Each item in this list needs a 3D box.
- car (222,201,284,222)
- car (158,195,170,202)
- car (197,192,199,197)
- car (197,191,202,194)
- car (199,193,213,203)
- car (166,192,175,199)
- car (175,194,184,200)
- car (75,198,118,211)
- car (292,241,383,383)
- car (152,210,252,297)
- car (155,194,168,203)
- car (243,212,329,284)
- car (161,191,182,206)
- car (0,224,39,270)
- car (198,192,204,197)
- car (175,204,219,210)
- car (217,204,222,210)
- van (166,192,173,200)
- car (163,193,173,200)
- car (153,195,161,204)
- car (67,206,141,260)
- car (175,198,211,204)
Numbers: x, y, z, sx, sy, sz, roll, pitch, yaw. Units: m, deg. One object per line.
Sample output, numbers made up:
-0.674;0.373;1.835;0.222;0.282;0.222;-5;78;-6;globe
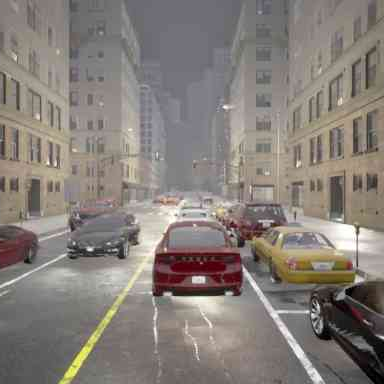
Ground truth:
2.767;1.301;14.734;2.192;1.841;5.009;0;0;0;car
-5.754;1.285;68.798;1.887;1.381;4.507;1;0;0;car
2.772;1.242;79.639;1.802;1.307;4.206;1;0;0;car
2.774;1.015;90.483;1.967;1.590;4.097;1;0;0;car
2.770;1.362;57.943;2.008;1.369;4.403;0;0;0;car
-5.750;0.890;90.489;2.192;1.841;5.009;1;0;0;car
-2.998;1.176;80.786;1.812;1.442;4.674;0;0;0;car
-5.758;1.289;20.293;2.192;1.841;5.009;0;0;0;car
2.765;1.566;3.629;1.947;1.339;4.313;0;0;0;car
0.072;1.472;8.632;1.882;1.535;5.008;0;0;-1;car
-5.753;1.217;63.375;1.967;1.590;4.097;1;0;0;car
2.766;1.519;9.350;1.752;1.417;4.829;0;0;0;car
-3.147;1.199;51.783;2.097;1.767;4.553;0;0;2;car
-5.760;1.576;9.187;1.802;1.307;4.206;0;0;0;car
2.772;1.265;68.959;1.752;1.417;4.829;1;0;0;car
0.099;1.508;16.191;1.812;1.442;4.674;0;0;0;car
2.767;1.556;20.285;1.802;1.307;4.206;0;0;0;car
-5.750;0.959;85.066;1.690;1.788;3.998;1;0;0;van
-5.752;1.100;79.644;1.967;1.590;4.097;1;0;0;car
-5.755;1.356;57.951;1.887;1.381;4.507;0;0;0;car
-3.088;1.495;12.522;1.837;1.490;4.892;0;0;0;car
0.074;1.452;25.333;2.128;1.511;4.902;0;0;0;car
